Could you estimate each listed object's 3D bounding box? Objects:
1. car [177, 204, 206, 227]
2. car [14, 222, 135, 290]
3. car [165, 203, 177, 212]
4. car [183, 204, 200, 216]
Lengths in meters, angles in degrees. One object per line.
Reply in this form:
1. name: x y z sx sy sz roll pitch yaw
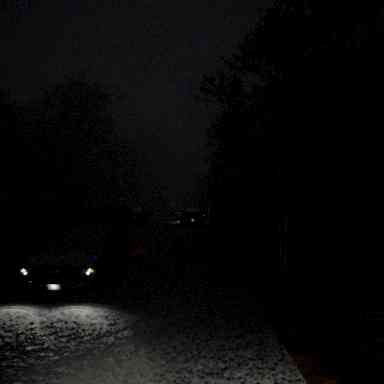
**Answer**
1. car: 0.044 1.773 24.764 1.812 1.442 4.674 0 -1 0
2. car: -2.863 1.607 9.556 2.033 1.411 5.357 0 -1 0
3. car: -2.974 2.390 51.684 1.812 1.442 4.674 0 -2 1
4. car: -0.041 2.153 41.581 1.994 1.385 4.181 0 -1 0
